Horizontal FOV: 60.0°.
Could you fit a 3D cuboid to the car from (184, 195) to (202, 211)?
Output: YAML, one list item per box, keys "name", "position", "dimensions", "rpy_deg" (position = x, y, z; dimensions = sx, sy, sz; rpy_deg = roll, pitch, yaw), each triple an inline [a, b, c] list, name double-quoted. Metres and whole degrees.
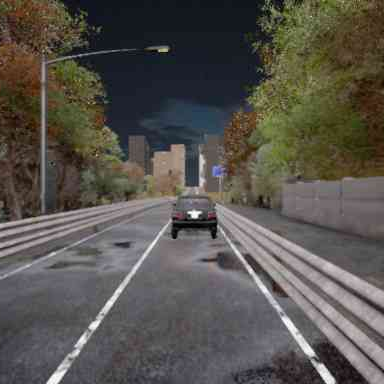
- name: "car"
  position: [0.120, 1.295, 39.442]
  dimensions: [2.097, 1.767, 4.553]
  rpy_deg: [0, 0, 0]

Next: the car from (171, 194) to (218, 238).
- name: "car"
  position: [0.107, 1.132, 17.289]
  dimensions: [2.150, 2.045, 5.566]
  rpy_deg: [0, 0, 0]
